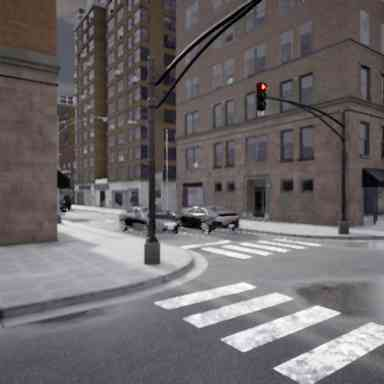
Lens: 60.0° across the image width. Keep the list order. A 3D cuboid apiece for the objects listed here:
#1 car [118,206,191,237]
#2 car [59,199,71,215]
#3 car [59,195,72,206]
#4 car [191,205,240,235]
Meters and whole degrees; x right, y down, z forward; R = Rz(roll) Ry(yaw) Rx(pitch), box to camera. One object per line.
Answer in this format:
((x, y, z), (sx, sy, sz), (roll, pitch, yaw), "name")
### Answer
((-2.473, 1.538, 18.569), (2.128, 1.511, 4.902), (0, 0, -36), "car")
((-15.053, 1.764, 35.970), (1.895, 1.301, 4.718), (0, 0, -36), "car")
((-18.041, 1.418, 45.000), (2.150, 2.045, 5.566), (0, 0, -37), "car")
((0.651, 1.518, 18.992), (2.128, 1.511, 4.902), (0, 0, -34), "car")
